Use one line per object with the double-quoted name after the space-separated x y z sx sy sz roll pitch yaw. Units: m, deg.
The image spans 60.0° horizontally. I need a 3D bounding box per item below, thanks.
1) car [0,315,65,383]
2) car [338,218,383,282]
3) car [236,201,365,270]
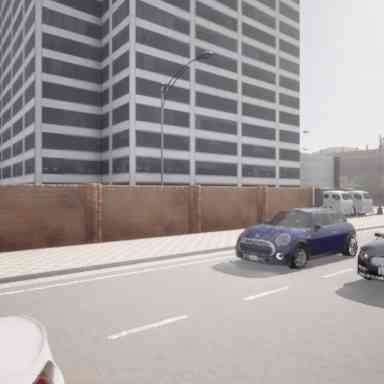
-3.100 1.526 1.628 4.674 1.442 1.812 0 0 -37 "car"
6.229 1.491 8.805 4.902 1.511 2.128 0 0 -37 "car"
3.593 1.351 11.194 4.553 1.767 2.097 0 0 -37 "car"
